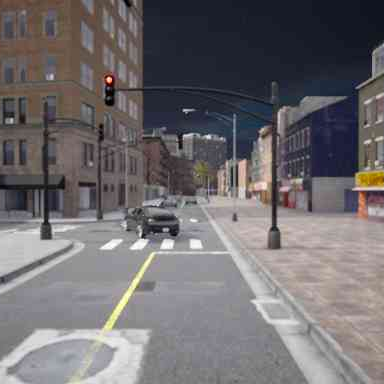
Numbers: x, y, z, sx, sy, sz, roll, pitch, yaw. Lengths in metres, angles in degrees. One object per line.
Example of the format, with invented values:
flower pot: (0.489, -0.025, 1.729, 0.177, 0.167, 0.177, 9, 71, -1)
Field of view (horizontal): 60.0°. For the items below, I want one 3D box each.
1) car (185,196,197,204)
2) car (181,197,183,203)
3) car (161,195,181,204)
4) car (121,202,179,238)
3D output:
car: (-0.133, 1.415, 57.560, 1.994, 1.385, 4.181, 0, 0, 0)
car: (-2.914, 1.339, 66.279, 1.837, 1.490, 4.892, 0, 0, 0)
car: (-2.944, 1.235, 43.511, 2.097, 1.767, 4.553, 0, 0, 0)
car: (-2.272, 1.464, 17.407, 1.837, 1.490, 4.892, 1, 0, -26)
